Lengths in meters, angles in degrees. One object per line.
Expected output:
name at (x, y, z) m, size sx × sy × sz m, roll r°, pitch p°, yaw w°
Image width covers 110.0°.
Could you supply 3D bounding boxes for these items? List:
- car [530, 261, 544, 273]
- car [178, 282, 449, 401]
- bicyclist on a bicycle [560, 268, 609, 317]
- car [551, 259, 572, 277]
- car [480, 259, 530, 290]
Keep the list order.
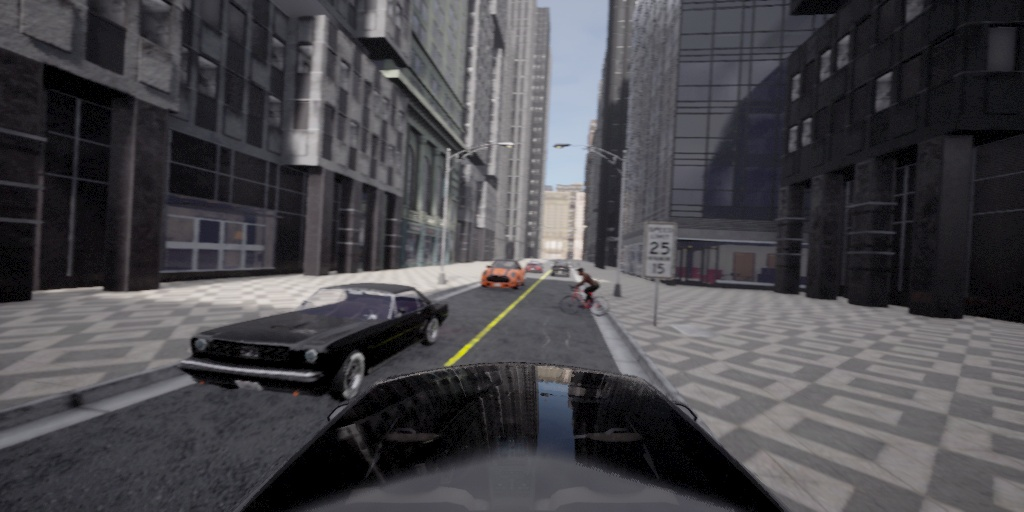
car at (2.604, 1.228, 41.453) m, size 1.994 × 1.385 × 4.181 m, roll 3°, pitch 0°, yaw 9°
car at (-2.696, 1.178, 6.280) m, size 1.895 × 1.301 × 4.718 m, roll 3°, pitch 0°, yaw 8°
bicyclist on a bicycle at (2.457, 1.222, 12.112) m, size 1.656 × 1.620 × 0.582 m, roll 1°, pitch 0°, yaw 8°
car at (5.059, 1.325, 37.192) m, size 1.837 × 1.490 × 4.892 m, roll 3°, pitch 0°, yaw 9°
car at (-0.428, 0.975, 21.541) m, size 2.097 × 1.767 × 4.553 m, roll 3°, pitch 0°, yaw 9°
